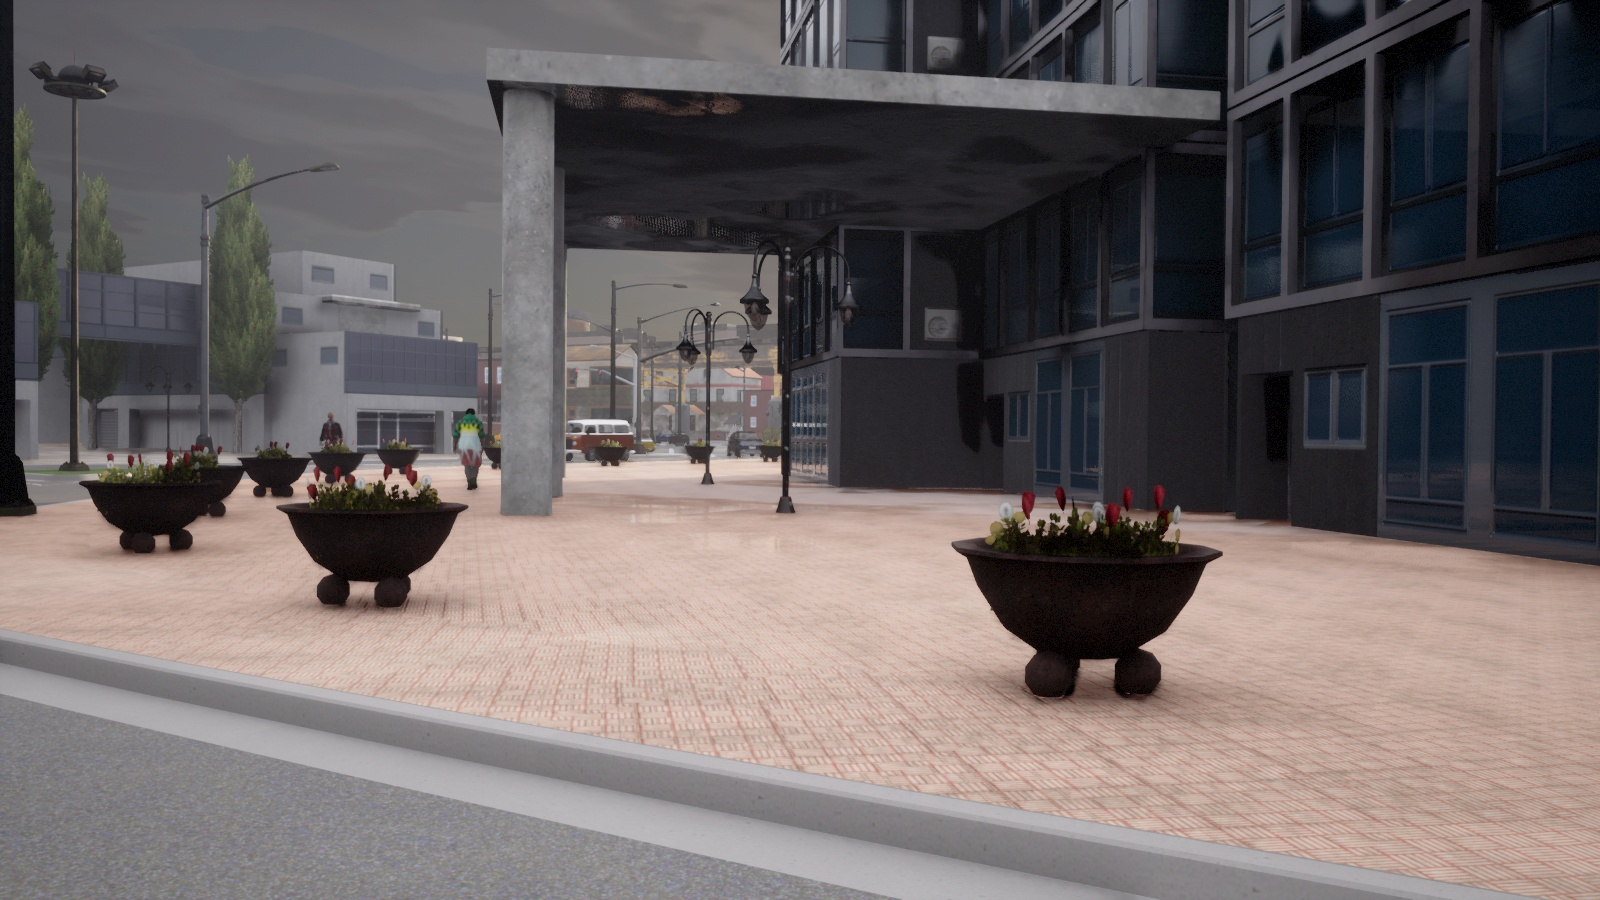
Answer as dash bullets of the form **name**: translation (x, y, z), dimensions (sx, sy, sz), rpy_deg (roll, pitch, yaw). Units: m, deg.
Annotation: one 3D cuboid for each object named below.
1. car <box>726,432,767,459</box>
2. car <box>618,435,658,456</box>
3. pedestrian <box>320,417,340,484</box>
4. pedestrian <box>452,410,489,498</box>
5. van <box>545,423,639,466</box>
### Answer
- **car**: translation (-3.244, -0.282, 75.251), dimensions (1.789, 1.549, 3.705), rpy_deg (0, 1, -14)
- **car**: translation (-10.811, -0.271, 83.928), dimensions (2.207, 1.376, 1.481), rpy_deg (0, 1, 30)
- **pedestrian**: translation (-13.250, 0.014, 35.430), dimensions (0.376, 1.854, 0.720), rpy_deg (-1, 1, -10)
- **pedestrian**: translation (-7.460, 0.085, 28.485), dimensions (0.659, 1.952, 0.873), rpy_deg (-1, 1, -6)
- **van**: translation (-10.028, -0.289, 60.930), dimensions (2.069, 2.038, 4.480), rpy_deg (0, 1, 30)
